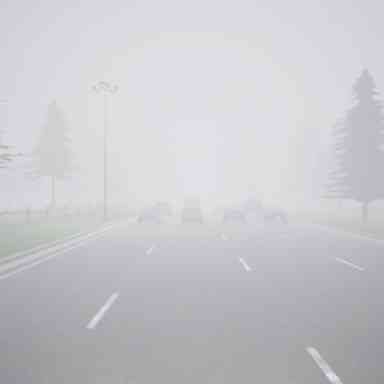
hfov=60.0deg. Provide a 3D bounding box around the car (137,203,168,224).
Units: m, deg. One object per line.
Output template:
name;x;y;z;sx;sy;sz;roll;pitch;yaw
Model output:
car;-3.501;1.934;28.713;2.033;1.411;5.357;0;-1;0

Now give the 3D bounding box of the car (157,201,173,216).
car;-3.491;1.893;40.248;2.097;1.767;4.553;0;-1;0

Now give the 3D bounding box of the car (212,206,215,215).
car;3.512;2.150;40.747;1.895;1.301;4.718;0;-1;0

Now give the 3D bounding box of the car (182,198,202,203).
car;0.002;1.758;39.703;2.150;2.045;5.566;0;-1;0

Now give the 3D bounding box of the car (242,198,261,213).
car;7.002;1.757;39.599;2.150;2.045;5.566;0;-1;0

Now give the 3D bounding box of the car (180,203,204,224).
car;-0.001;1.957;29.130;1.994;1.385;4.181;0;-1;0

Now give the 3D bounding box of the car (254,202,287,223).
car;6.999;1.919;29.131;1.812;1.442;4.674;0;-1;0

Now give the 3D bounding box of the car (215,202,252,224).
car;3.501;1.884;29.020;2.128;1.511;4.902;0;-1;0
